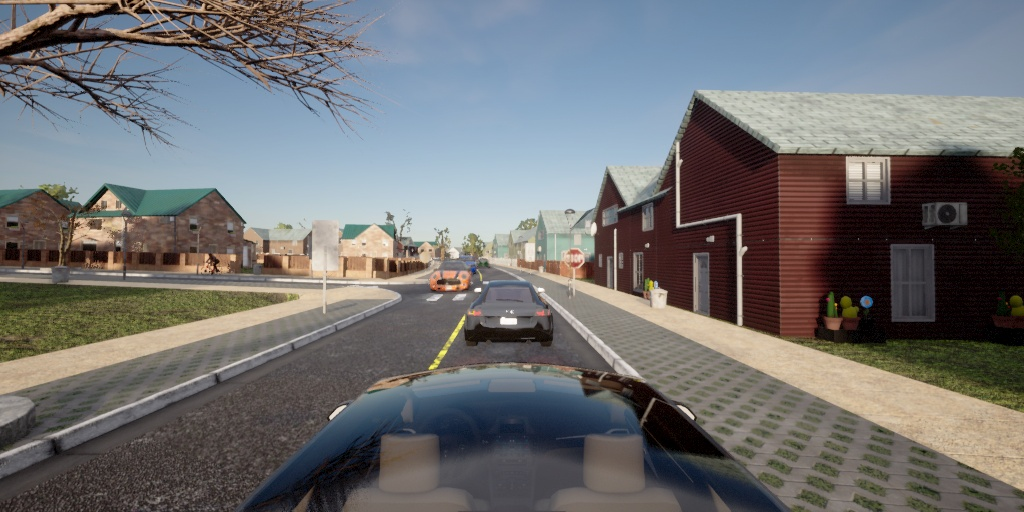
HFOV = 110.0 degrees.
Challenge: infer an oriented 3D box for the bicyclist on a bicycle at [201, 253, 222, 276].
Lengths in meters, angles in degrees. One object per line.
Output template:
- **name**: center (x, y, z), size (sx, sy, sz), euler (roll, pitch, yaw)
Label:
- **bicyclist on a bicycle**: center (-22.072, 0.632, 26.378), size (0.582, 1.620, 1.656), euler (1, 0, 8)

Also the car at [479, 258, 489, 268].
- **car**: center (-5.113, 1.106, 61.155), size (2.097, 1.767, 4.553), euler (0, 0, -10)

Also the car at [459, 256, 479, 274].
- **car**: center (-4.956, 0.972, 38.952), size (2.150, 2.045, 5.566), euler (0, 0, -6)

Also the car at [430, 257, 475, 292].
- **car**: center (-3.476, 1.102, 21.150), size (2.097, 1.767, 4.553), euler (0, 0, -3)

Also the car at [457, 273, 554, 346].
- **car**: center (-0.064, 1.316, 9.388), size (1.994, 1.385, 4.181), euler (0, 0, 0)
